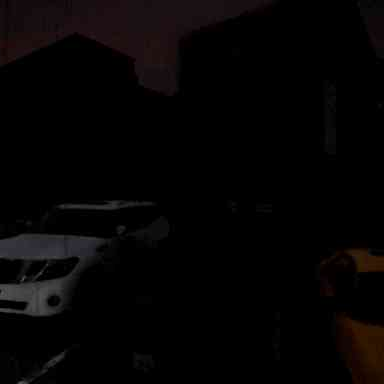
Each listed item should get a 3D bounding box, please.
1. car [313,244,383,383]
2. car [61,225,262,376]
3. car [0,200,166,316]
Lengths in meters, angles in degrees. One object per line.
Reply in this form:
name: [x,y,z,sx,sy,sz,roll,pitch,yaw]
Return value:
car: [2.570,1.480,4.075,1.946,1.575,5.366,1,-1,16]
car: [0.168,1.514,5.973,2.163,1.488,4.792,1,-1,16]
car: [-2.269,1.232,7.724,2.435,2.045,5.566,1,-1,16]
